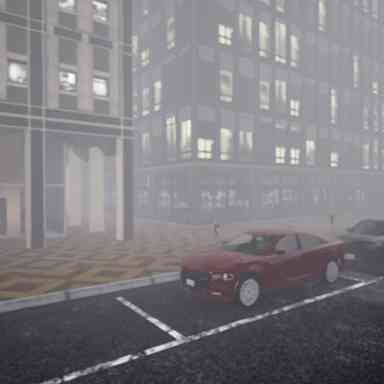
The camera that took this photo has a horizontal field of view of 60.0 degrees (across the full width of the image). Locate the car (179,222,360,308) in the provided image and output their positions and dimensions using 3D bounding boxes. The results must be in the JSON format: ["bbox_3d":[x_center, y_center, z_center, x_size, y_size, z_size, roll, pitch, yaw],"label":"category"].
[{"bbox_3d":[1.800,1.531,7.850,4.507,1.381,1.887,0,0,-36],"label":"car"}]

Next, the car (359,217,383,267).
[{"bbox_3d":[6.437,1.537,11.159,4.313,1.339,1.947,0,0,-36],"label":"car"}]
